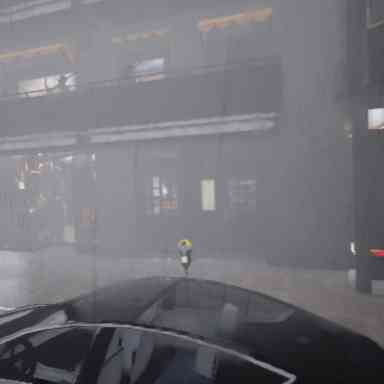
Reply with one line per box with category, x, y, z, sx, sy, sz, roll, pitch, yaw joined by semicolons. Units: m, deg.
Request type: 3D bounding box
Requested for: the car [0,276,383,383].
car;-0.648;1.480;2.854;4.313;1.339;1.947;-1;1;18
